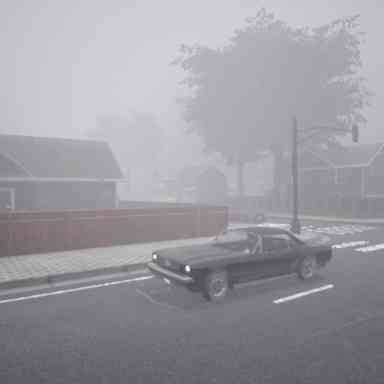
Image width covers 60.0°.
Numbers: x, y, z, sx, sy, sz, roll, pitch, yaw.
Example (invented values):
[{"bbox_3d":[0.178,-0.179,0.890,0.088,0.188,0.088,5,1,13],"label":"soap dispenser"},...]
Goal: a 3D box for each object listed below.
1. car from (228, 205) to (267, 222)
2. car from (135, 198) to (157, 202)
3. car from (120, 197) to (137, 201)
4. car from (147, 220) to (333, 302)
[{"bbox_3d":[3.897,1.695,26.175,1.994,1.385,4.181,-1,0,-34],"label":"car"},{"bbox_3d":[-4.838,1.771,39.930,1.812,1.442,4.674,-1,0,-31],"label":"car"},{"bbox_3d":[-9.596,1.672,54.078,2.097,1.767,4.553,-1,0,-28],"label":"car"},{"bbox_3d":[1.326,1.598,8.359,4.718,1.301,1.895,0,0,-33],"label":"car"}]
